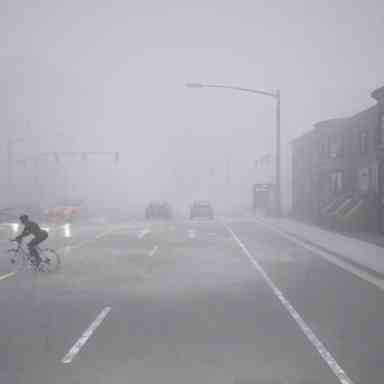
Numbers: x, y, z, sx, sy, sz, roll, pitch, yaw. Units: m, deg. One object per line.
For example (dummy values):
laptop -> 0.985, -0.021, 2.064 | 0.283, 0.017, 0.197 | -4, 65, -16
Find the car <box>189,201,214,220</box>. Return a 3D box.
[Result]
car -> 0.791, 1.492, 27.853 | 2.128, 1.511, 4.902 | 0, 0, 1

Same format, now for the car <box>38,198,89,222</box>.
car -> -9.855, 1.352, 26.368 | 2.097, 1.767, 4.553 | 0, 0, 1

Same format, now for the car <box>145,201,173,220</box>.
car -> -2.716, 1.492, 27.704 | 2.128, 1.511, 4.902 | 0, 0, 1

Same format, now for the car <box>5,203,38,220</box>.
car -> -13.368, 1.564, 26.058 | 1.994, 1.385, 4.181 | 0, 0, 2

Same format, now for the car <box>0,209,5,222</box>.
car -> -10.272, 1.351, 13.867 | 2.097, 1.767, 4.553 | 0, 0, 2

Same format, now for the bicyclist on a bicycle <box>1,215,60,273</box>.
bicyclist on a bicycle -> -4.473, 1.453, 9.195 | 1.656, 1.620, 0.582 | -1, 0, 1
